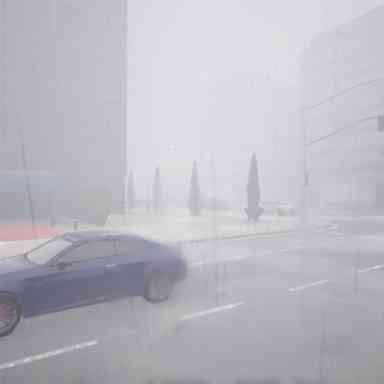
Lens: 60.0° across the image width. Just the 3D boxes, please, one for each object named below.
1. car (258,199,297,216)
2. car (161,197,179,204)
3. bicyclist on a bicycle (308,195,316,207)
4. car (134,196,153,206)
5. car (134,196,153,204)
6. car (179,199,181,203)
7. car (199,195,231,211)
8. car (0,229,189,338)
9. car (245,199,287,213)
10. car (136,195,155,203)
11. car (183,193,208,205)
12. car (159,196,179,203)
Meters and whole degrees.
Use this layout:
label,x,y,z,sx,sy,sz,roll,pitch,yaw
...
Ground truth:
label,x,y,z,sx,sy,sz,roll,pitch,yaw
car,7.971,1.526,32.309,1.812,1.442,4.674,0,0,-35
car,-4.181,1.547,62.372,2.033,1.411,5.357,0,0,-35
bicyclist on a bicycle,16.836,1.301,46.676,1.656,1.620,0.582,0,0,-35
car,-8.399,1.601,55.893,1.895,1.301,4.718,0,0,-34
car,-9.246,1.565,63.342,1.994,1.385,4.181,0,0,-35
car,0.246,1.352,62.141,2.097,1.767,4.553,0,0,-35
car,2.621,1.491,39.998,2.128,1.511,4.902,0,0,-35
car,-2.218,1.526,6.671,4.674,1.442,1.812,0,0,-35
car,8.371,1.526,37.853,1.812,1.442,4.674,0,0,-35
car,-9.898,1.520,70.399,2.128,1.511,4.902,0,0,-35
car,1.370,1.220,47.948,2.150,2.045,5.566,0,0,-33
car,-4.882,1.601,69.477,1.895,1.301,4.718,0,0,-35
